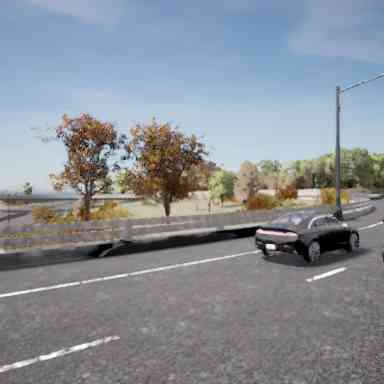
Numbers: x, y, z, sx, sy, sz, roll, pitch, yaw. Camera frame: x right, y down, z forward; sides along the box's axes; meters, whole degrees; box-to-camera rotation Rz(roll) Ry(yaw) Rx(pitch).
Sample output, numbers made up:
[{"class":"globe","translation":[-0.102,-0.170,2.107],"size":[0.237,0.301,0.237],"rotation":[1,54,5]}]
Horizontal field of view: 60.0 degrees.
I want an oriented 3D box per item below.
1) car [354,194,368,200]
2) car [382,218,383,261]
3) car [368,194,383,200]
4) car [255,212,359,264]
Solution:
[{"class":"car","translation":[39.837,1.246,80.533],"size":[1.882,1.535,5.008],"rotation":[0,0,4]},{"class":"car","translation":[7.830,1.327,10.497],"size":[4.553,1.767,2.097],"rotation":[0,0,-42]},{"class":"car","translation":[43.320,1.344,80.196],"size":[1.895,1.301,4.718],"rotation":[0,0,4]},{"class":"car","translation":[4.282,1.489,11.982],"size":[4.902,1.511,2.128],"rotation":[0,0,-41]}]
